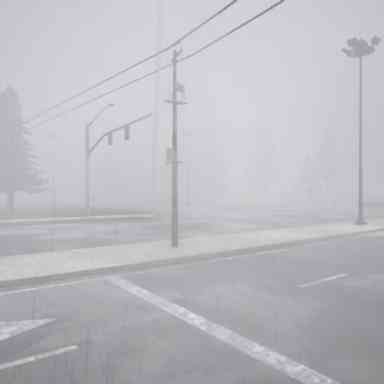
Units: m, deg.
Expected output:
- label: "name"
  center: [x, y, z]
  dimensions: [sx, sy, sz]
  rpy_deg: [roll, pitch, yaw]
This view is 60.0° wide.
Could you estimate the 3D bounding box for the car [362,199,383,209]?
- label: "car"
  center: [25.242, 1.629, 46.163]
  dimensions: [4.718, 1.301, 1.895]
  rpy_deg: [0, 0, -35]
